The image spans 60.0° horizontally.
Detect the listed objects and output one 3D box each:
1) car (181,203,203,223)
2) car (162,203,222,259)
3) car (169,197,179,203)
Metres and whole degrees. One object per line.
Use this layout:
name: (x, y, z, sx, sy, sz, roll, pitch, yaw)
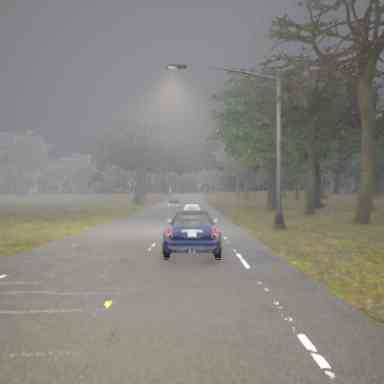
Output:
car: (0.020, 1.774, 28.885, 1.812, 1.442, 4.674, 0, 0, 0)
car: (0.017, 1.493, 13.445, 2.097, 1.767, 4.553, 0, -1, 0)
car: (-3.513, 1.693, 65.044, 2.033, 1.411, 5.357, 0, 0, 0)
